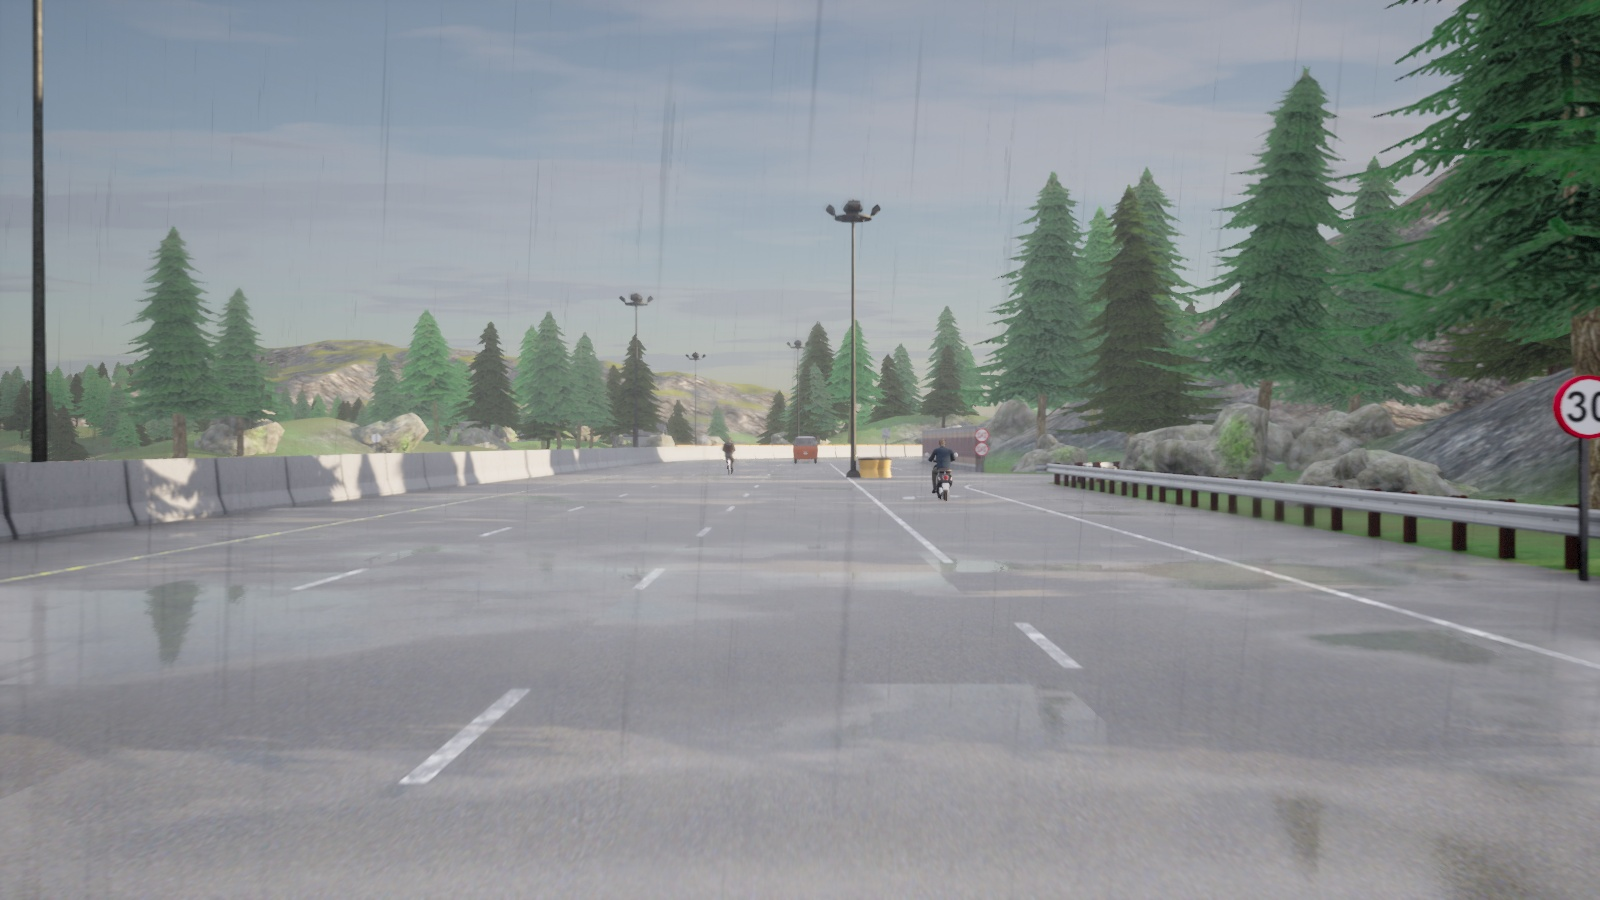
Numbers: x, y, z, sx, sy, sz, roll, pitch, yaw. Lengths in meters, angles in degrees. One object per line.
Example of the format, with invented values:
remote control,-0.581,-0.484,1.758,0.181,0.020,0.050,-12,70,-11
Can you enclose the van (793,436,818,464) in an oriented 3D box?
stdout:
van,0.417,-0.025,93.091,1.775,1.987,4.442,0,0,0

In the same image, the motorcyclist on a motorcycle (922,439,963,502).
motorcyclist on a motorcycle,3.704,0.519,32.677,0.866,1.590,1.817,0,0,0
